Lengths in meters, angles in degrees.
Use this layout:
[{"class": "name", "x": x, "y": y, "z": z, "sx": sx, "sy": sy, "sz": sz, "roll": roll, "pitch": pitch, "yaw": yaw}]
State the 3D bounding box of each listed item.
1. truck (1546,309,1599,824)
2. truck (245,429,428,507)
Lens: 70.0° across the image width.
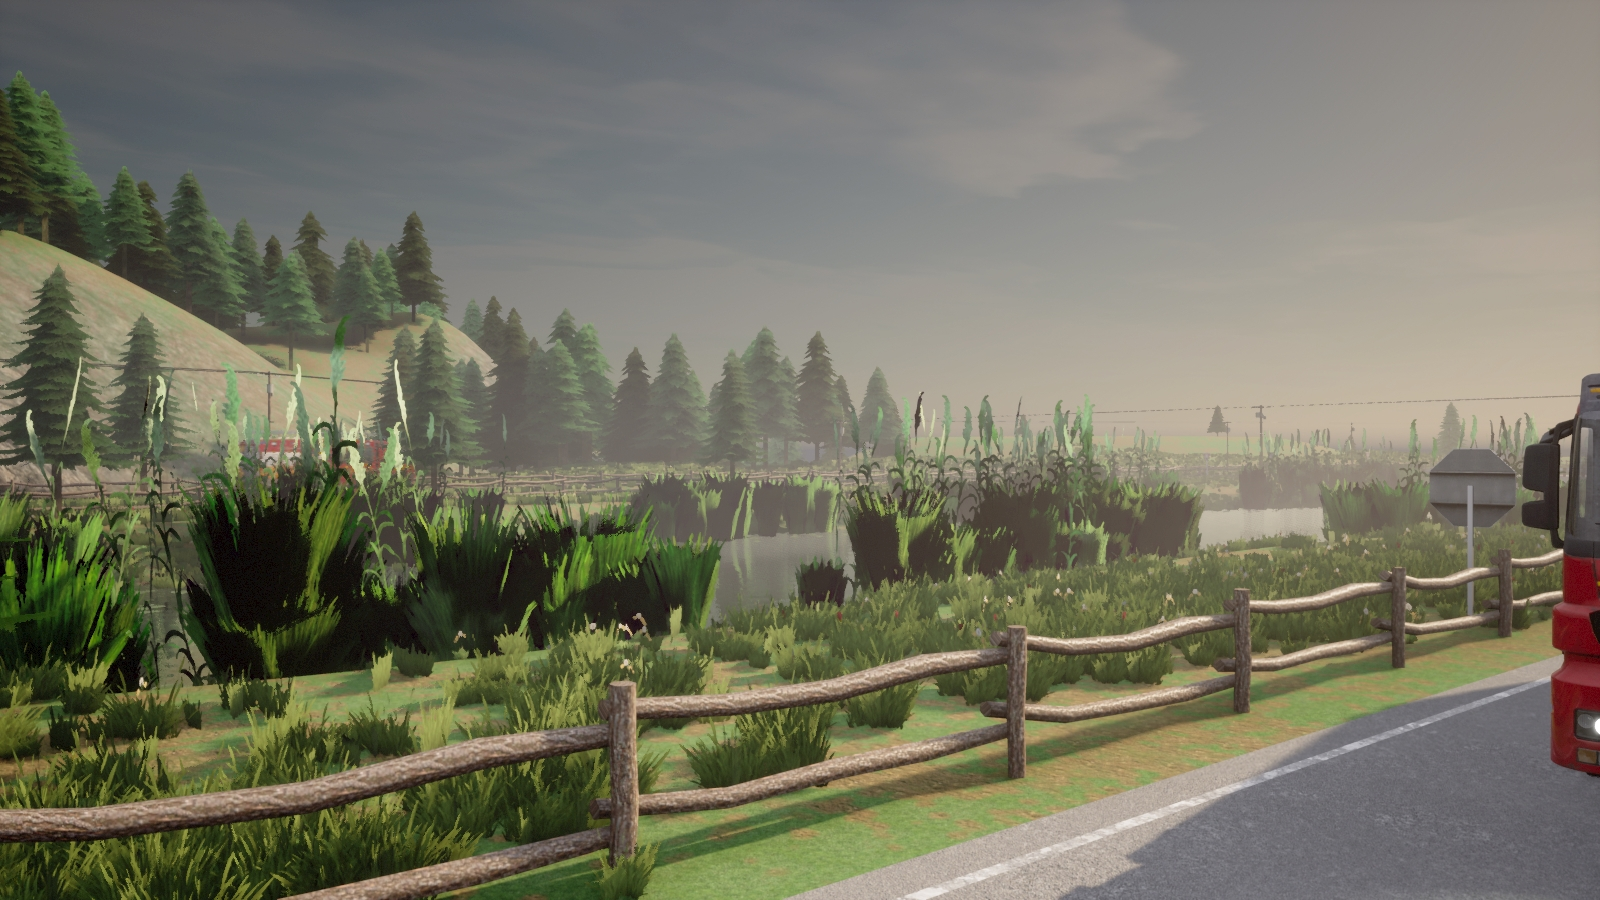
[{"class": "truck", "x": 9.563, "y": 0.862, "z": 10.966, "sx": 2.891, "sy": 3.827, "sz": 8.468, "roll": 0, "pitch": 0, "yaw": 41}, {"class": "truck", "x": -24.140, "y": 0.890, "z": 59.923, "sx": 2.891, "sy": 3.827, "sz": 8.468, "roll": 0, "pitch": 0, "yaw": 43}]
